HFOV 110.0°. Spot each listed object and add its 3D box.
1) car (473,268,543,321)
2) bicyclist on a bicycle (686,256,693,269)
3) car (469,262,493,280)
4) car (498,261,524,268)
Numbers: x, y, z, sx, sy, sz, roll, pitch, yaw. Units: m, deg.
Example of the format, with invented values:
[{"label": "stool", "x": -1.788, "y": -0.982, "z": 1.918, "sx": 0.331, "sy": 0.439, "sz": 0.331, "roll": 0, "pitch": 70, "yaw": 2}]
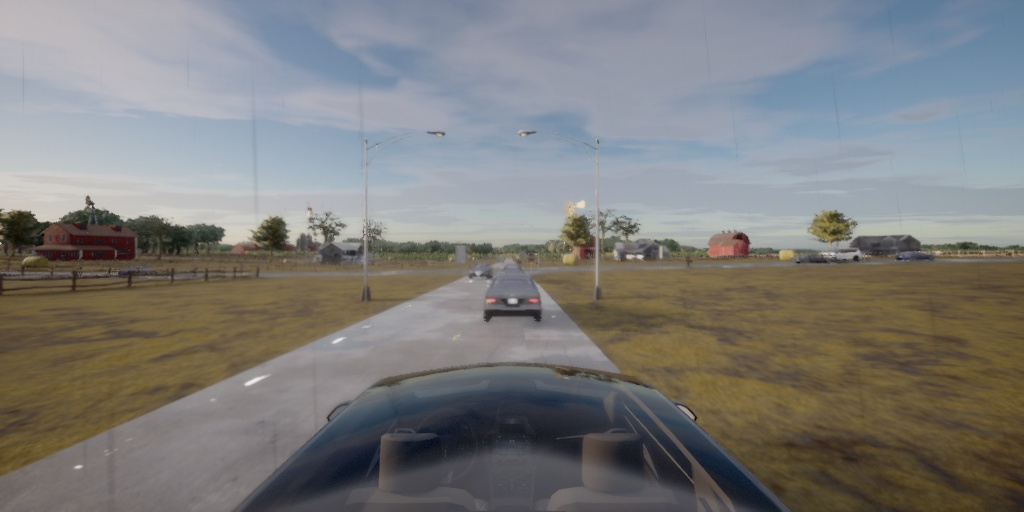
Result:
[{"label": "car", "x": 0.034, "y": 1.310, "z": 12.495, "sx": 2.033, "sy": 1.411, "sz": 5.357, "roll": 0, "pitch": 0, "yaw": 0}, {"label": "bicyclist on a bicycle", "x": 22.866, "y": 0.828, "z": 46.318, "sx": 0.582, "sy": 1.620, "sz": 1.656, "roll": -1, "pitch": 0, "yaw": 0}, {"label": "car", "x": -2.777, "y": 1.292, "z": 32.522, "sx": 2.128, "sy": 1.511, "sz": 4.902, "roll": 0, "pitch": 0, "yaw": 1}, {"label": "car", "x": 0.052, "y": 1.355, "z": 28.619, "sx": 1.994, "sy": 1.385, "sz": 4.181, "roll": 0, "pitch": 0, "yaw": 0}]
